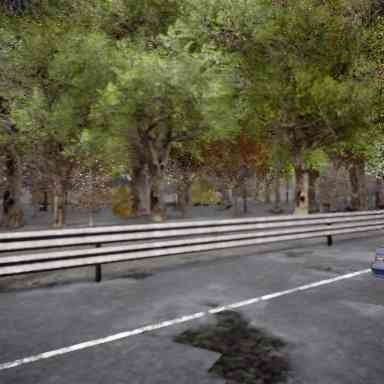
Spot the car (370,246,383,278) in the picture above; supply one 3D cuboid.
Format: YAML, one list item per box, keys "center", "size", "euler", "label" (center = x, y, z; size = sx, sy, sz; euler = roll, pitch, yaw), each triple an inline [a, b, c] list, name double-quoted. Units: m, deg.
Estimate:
- center: [6.772, 1.579, 8.631]
  size: [5.357, 1.411, 2.033]
  euler: [0, 0, -35]
  label: "car"
